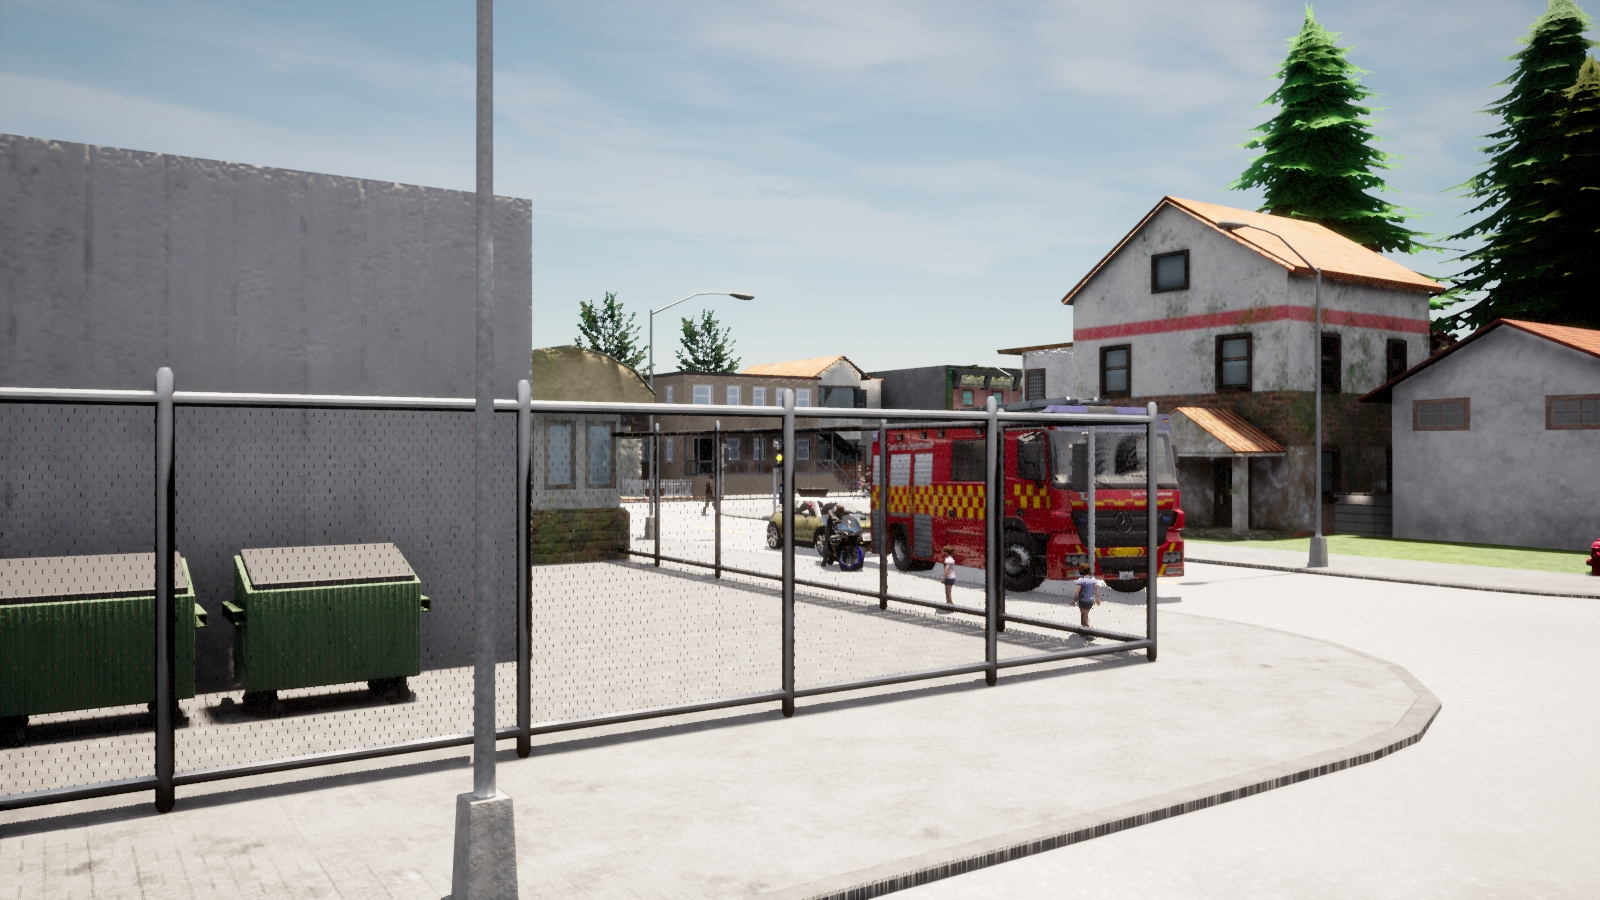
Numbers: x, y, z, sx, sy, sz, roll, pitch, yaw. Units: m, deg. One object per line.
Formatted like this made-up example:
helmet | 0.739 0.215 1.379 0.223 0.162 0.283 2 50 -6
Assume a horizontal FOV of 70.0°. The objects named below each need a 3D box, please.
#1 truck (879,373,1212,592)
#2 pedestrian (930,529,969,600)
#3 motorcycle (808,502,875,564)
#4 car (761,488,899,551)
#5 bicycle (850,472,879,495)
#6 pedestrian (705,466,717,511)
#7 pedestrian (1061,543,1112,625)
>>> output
truck | 4.738 0.674 24.457 2.891 3.827 8.468 1 -1 -20
pedestrian | 2.487 1.895 18.996 0.500 1.100 0.500 0 0 29
motorcycle | 0.923 1.872 26.186 0.867 1.251 2.209 0 0 -17
car | 0.752 1.845 31.311 1.970 1.475 3.806 0 0 -33
bicycle | 3.714 1.940 65.827 1.835 1.271 0.329 0 0 -33
pedestrian | -3.760 1.628 48.159 0.375 1.860 0.375 0 0 -32
pedestrian | 4.081 1.896 16.278 0.500 1.100 0.500 0 0 -30
